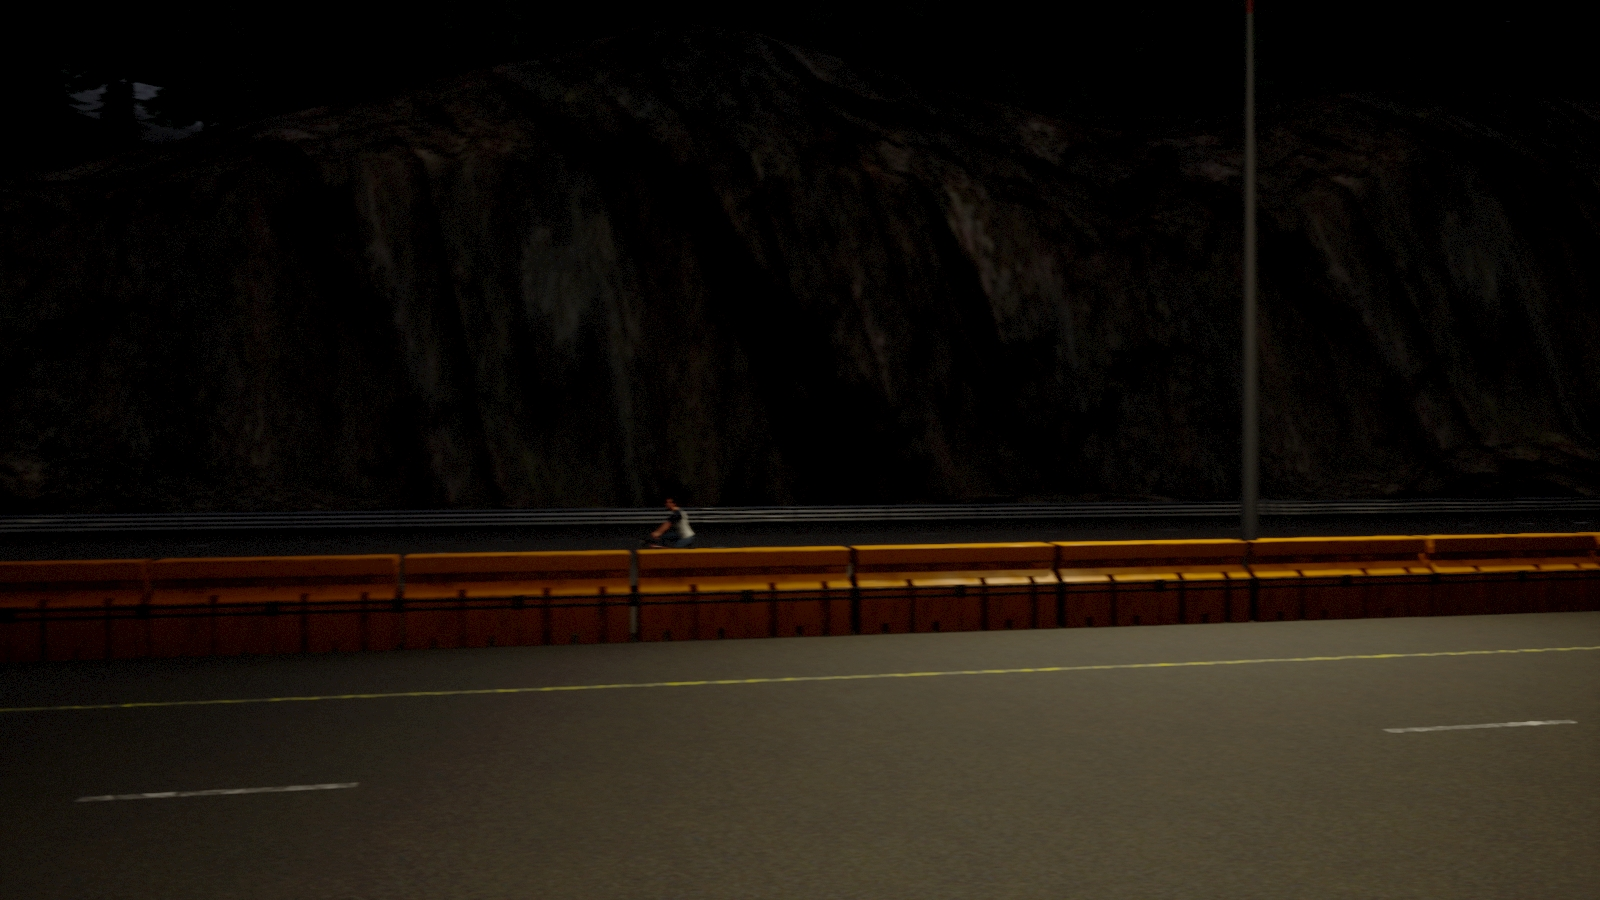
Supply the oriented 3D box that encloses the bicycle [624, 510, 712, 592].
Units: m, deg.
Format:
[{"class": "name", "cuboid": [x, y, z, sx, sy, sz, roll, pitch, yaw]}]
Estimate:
[{"class": "bicycle", "cuboid": [-2.553, 1.944, 22.072, 1.643, 1.514, 0.373, -1, 0, -10]}]
